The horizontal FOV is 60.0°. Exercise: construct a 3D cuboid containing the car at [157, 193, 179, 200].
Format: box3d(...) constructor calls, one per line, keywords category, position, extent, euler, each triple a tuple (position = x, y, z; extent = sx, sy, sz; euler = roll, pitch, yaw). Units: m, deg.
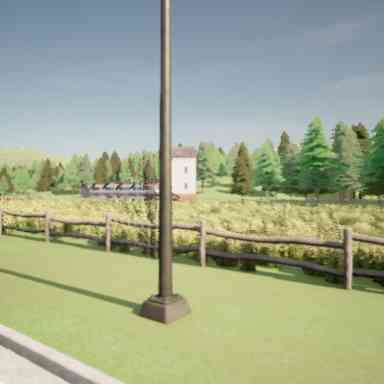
box3d(category="car", position=(-4.960, 1.129, 69.594), extent=(4.605, 1.855, 1.932), euler=(0, 0, 35))
